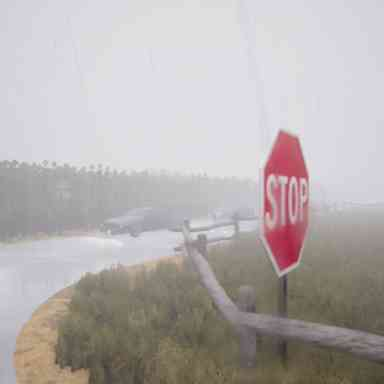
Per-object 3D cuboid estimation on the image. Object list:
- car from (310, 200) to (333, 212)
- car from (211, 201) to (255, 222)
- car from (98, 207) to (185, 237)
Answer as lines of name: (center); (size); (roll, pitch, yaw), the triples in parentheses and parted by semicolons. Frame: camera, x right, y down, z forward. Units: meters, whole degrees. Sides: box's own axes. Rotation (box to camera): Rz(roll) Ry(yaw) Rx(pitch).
car: (13.373, 1.544, 35.073); (2.033, 1.411, 5.357); (0, 0, 35)
car: (3.337, 1.488, 26.600); (2.128, 1.511, 4.902); (0, 0, 35)
car: (-2.501, 1.544, 18.386); (2.033, 1.411, 5.357); (0, 0, 35)
